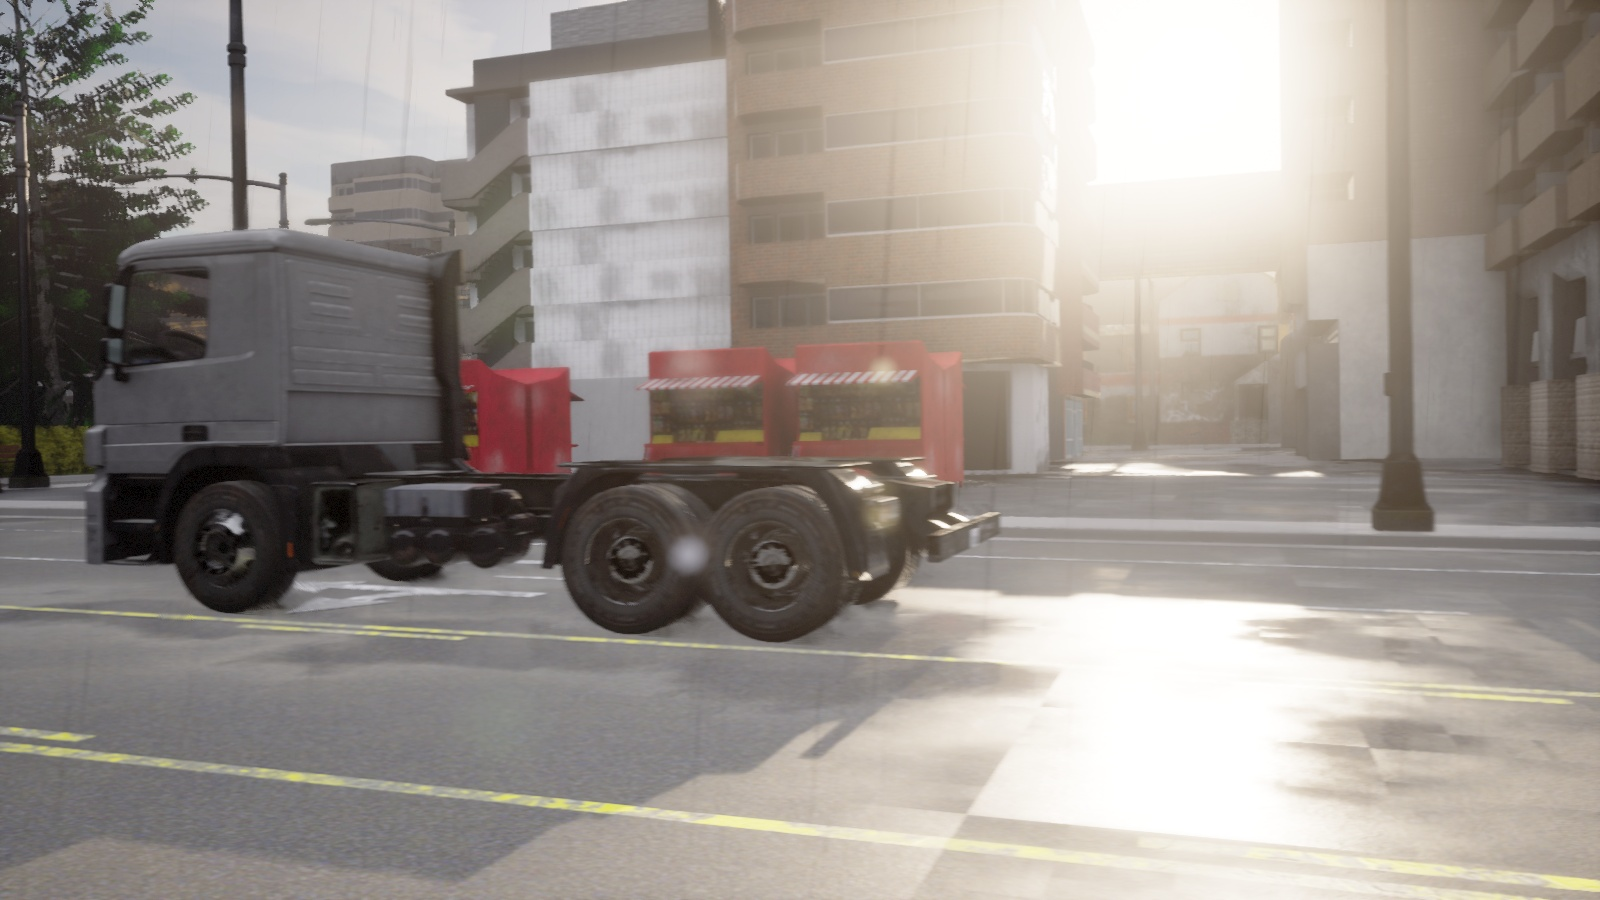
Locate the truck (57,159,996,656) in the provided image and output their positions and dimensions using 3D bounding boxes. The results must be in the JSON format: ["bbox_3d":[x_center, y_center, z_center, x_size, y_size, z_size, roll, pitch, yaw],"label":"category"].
[{"bbox_3d":[-2.440,-0.346,11.385,7.936,3.462,2.891,1,1,19],"label":"truck"}]
